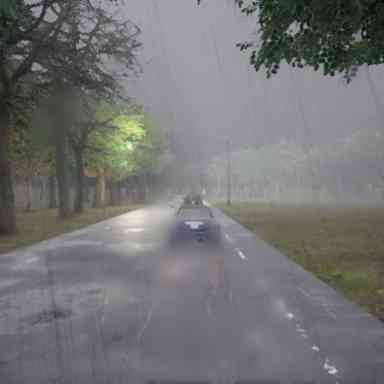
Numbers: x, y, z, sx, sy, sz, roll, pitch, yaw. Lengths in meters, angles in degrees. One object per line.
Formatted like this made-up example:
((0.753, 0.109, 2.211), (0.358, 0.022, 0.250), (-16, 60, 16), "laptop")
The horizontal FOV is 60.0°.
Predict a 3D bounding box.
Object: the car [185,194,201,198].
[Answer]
((0.116, 1.199, 36.897), (2.150, 2.045, 5.566), (0, 0, 0), "car")

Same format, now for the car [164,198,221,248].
((0.099, 1.336, 14.912), (2.097, 1.767, 4.553), (0, 0, 0), "car")

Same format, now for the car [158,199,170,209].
((-3.479, 1.581, 44.359), (1.895, 1.301, 4.718), (0, 0, 0), "car")
